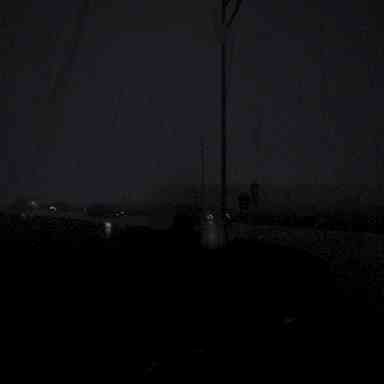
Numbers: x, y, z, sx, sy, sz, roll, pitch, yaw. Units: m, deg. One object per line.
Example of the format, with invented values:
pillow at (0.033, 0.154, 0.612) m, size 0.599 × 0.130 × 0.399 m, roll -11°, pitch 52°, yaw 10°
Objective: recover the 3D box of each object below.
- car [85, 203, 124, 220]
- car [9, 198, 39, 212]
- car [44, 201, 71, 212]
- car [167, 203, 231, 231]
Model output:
car at (-8.273, 1.787, 31.087) m, size 1.837 × 1.490 × 4.892 m, roll -1°, pitch 0°, yaw -44°
car at (-23.614, 1.994, 45.992) m, size 4.902 × 1.511 × 2.128 m, roll -1°, pitch 0°, yaw 42°
car at (-18.168, 1.921, 44.784) m, size 4.902 × 1.511 × 2.128 m, roll -1°, pitch 0°, yaw 43°
car at (0.411, 1.510, 21.827) m, size 2.097 × 1.767 × 4.553 m, roll -1°, pitch 0°, yaw -42°
